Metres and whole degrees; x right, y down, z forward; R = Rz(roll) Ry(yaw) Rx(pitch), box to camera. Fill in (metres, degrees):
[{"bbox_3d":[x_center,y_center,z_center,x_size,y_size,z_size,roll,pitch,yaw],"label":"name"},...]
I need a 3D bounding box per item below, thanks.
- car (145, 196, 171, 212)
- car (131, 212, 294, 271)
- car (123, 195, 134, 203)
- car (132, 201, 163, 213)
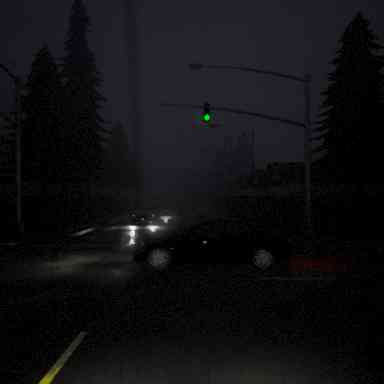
[{"bbox_3d":[-3.589,1.489,37.689,2.150,2.045,5.566,0,0,0],"label":"car"},{"bbox_3d":[0.644,1.551,10.644,5.008,1.535,1.882,0,0,0],"label":"car"},{"bbox_3d":[-16.775,1.655,80.664,3.866,1.878,1.905,0,0,-1],"label":"car"},{"bbox_3d":[-3.579,1.715,26.335,1.812,1.442,4.674,0,0,0],"label":"car"}]
